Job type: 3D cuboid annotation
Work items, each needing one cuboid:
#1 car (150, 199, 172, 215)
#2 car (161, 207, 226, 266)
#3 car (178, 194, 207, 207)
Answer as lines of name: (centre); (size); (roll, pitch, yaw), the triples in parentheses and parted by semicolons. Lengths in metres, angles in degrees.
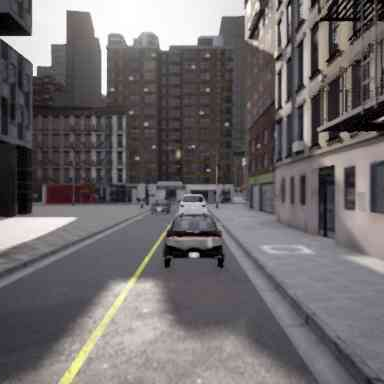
car: (-3.110, 1.488, 34.110); (2.128, 1.511, 4.902); (0, 0, 0)
car: (0.068, 1.497, 11.485); (2.128, 1.511, 4.902); (0, 0, 0)
car: (0.070, 1.219, 27.525); (2.150, 2.045, 5.566); (0, 0, 0)
